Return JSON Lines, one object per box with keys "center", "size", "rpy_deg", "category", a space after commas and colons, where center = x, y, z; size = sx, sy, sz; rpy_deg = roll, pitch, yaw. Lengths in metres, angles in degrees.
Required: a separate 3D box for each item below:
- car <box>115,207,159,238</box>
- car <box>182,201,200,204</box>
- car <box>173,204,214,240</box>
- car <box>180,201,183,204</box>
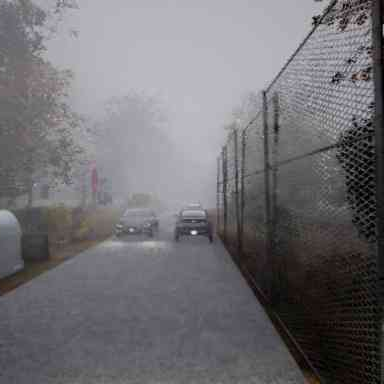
{"center": [-2.861, 1.591, 18.196], "size": [1.837, 1.490, 4.892], "rpy_deg": [0, -1, 0], "category": "car"}
{"center": [0.224, 1.841, 35.367], "size": [1.812, 1.442, 4.674], "rpy_deg": [0, -1, 1], "category": "car"}
{"center": [0.080, 1.582, 17.303], "size": [1.837, 1.490, 4.892], "rpy_deg": [0, -1, 0], "category": "car"}
{"center": [-1.090, 2.300, 59.242], "size": [2.128, 1.511, 4.902], "rpy_deg": [0, -1, 7], "category": "car"}
